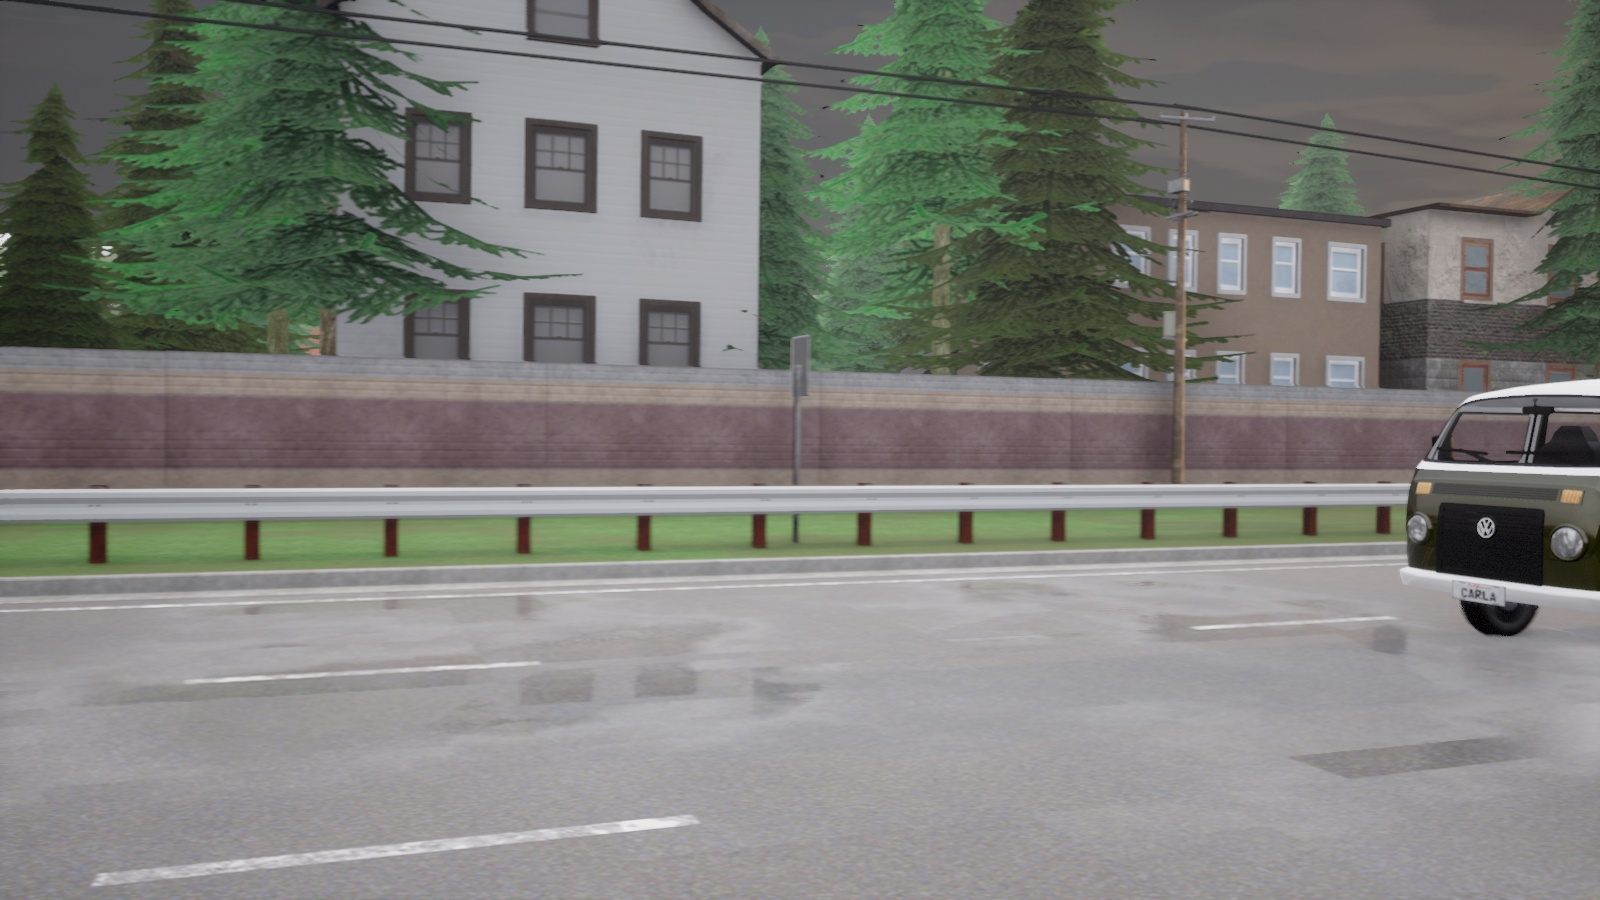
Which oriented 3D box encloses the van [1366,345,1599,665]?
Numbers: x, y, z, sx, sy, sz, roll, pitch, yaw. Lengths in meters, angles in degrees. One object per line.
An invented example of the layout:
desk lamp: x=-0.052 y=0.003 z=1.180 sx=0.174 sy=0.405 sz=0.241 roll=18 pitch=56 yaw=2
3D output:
van: x=6.863 y=0.310 z=9.586 sx=4.480 sy=2.038 sz=2.069 roll=-1 pitch=1 yaw=-21
